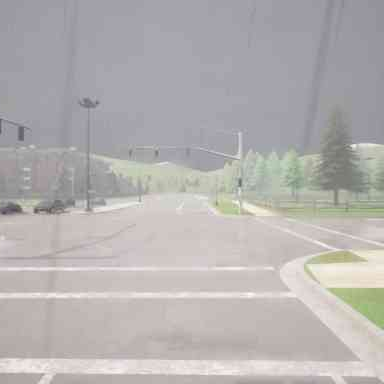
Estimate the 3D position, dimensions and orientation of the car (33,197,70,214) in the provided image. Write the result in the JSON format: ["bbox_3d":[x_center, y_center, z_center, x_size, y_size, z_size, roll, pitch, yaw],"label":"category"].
[{"bbox_3d":[-15.055,1.504,35.300,1.837,1.490,4.892,0,0,0],"label":"car"}]

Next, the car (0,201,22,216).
[{"bbox_3d":[-18.558,1.564,32.758,1.994,1.385,4.181,0,0,0],"label":"car"}]

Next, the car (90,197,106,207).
[{"bbox_3d":[-15.012,1.525,52.857,1.812,1.442,4.674,0,0,0],"label":"car"}]

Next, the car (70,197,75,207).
[{"bbox_3d":[-18.533,1.491,48.339,2.128,1.511,4.902,0,0,0],"label":"car"}]

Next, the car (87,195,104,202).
[{"bbox_3d":[-18.423,1.210,63.624,1.895,1.301,4.718,0,0,0],"label":"car"}]
